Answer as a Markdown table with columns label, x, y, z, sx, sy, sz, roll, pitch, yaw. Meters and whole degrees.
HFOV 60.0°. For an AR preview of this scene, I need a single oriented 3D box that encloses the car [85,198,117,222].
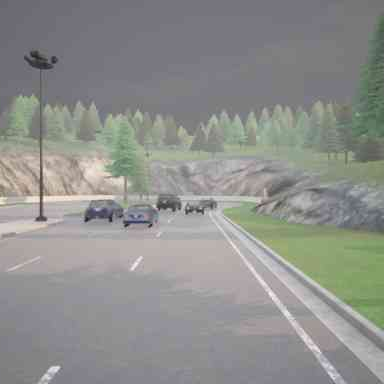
| label | x | y | z | sx | sy | sz | roll | pitch | yaw |
| --- | --- | --- | --- | --- | --- | --- | --- | --- | --- |
| car | -6.879 | 1.352 | 26.471 | 2.097 | 1.767 | 4.553 | 0 | 0 | 0 |

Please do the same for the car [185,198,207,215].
| label | x | y | z | sx | sy | sz | roll | pitch | yaw |
| --- | --- | --- | --- | --- | --- | --- | --- | --- | --- |
| car | 0.330 | 1.601 | 34.261 | 1.895 | 1.301 | 4.718 | 0 | 0 | 2 |

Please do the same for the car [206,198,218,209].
| label | x | y | z | sx | sy | sz | roll | pitch | yaw |
| --- | --- | --- | --- | --- | --- | --- | --- | --- | --- |
| car | 2.181 | 1.492 | 44.421 | 2.128 | 1.511 | 4.902 | 0 | 0 | 14 |

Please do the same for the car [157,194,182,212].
| label | x | y | z | sx | sy | sz | roll | pitch | yaw |
| --- | --- | --- | --- | --- | --- | --- | --- | --- | --- |
| car | -2.631 | 1.220 | 39.296 | 2.150 | 2.045 | 5.566 | 0 | 0 | 8 |

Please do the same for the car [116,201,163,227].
| label | x | y | z | sx | sy | sz | roll | pitch | yaw |
| --- | --- | --- | --- | --- | --- | --- | --- | --- | --- |
| car | -3.398 | 1.547 | 22.713 | 2.033 | 1.411 | 5.357 | 0 | 0 | 0 |
